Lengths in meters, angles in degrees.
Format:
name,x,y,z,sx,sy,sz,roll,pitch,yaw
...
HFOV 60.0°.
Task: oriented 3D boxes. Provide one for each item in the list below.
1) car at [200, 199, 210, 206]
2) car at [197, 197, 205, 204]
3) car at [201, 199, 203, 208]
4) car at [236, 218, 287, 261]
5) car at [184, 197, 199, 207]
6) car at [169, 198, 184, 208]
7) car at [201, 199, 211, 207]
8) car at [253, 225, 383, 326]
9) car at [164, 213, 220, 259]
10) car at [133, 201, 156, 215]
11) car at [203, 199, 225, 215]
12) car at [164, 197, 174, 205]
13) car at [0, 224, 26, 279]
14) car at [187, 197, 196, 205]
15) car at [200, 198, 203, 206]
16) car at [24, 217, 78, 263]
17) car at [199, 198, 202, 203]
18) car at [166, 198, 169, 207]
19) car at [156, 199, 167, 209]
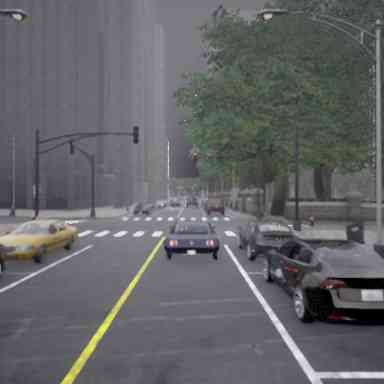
name,x,y,z,sx,sy,sz,roll,pitch,yaw
car,2.760,2.239,72.089,1.967,1.590,4.097,0,-1,0
car,2.383,2.362,89.976,2.097,1.767,4.553,0,-1,0
car,2.761,2.113,50.263,1.947,1.339,4.313,0,-1,0
car,2.763,1.684,12.688,2.008,1.369,4.403,0,-1,0
car,0.009,1.943,65.094,2.150,2.045,5.566,0,0,0
car,-3.034,2.293,62.911,1.895,1.301,4.718,0,-1,1
car,2.760,2.176,66.633,1.967,1.590,4.097,0,-1,0
car,2.763,1.642,7.175,1.947,1.339,4.313,0,-1,0
car,0.032,1.740,13.249,1.895,1.301,4.718,0,-1,1
car,-5.764,1.987,39.341,1.947,1.339,4.313,0,-1,0
car,2.761,1.737,39.354,2.192,1.841,5.009,0,-1,0
car,-5.766,2.240,82.998,2.192,1.841,5.009,0,-1,0
car,-5.762,1.627,7.166,2.008,1.369,4.403,0,-1,0
car,-0.003,2.166,79.856,2.097,1.767,4.553,0,-1,0
car,2.760,2.161,55.719,2.008,1.369,4.403,0,-1,0
car,-5.762,1.657,12.508,1.752,1.417,4.829,0,-1,0
car,2.760,2.223,61.176,2.008,1.369,4.403,0,-1,0
car,-5.765,2.254,61.168,1.802,1.307,4.206,0,-1,0
car,-5.765,2.160,55.711,2.008,1.369,4.403,0,-1,0
